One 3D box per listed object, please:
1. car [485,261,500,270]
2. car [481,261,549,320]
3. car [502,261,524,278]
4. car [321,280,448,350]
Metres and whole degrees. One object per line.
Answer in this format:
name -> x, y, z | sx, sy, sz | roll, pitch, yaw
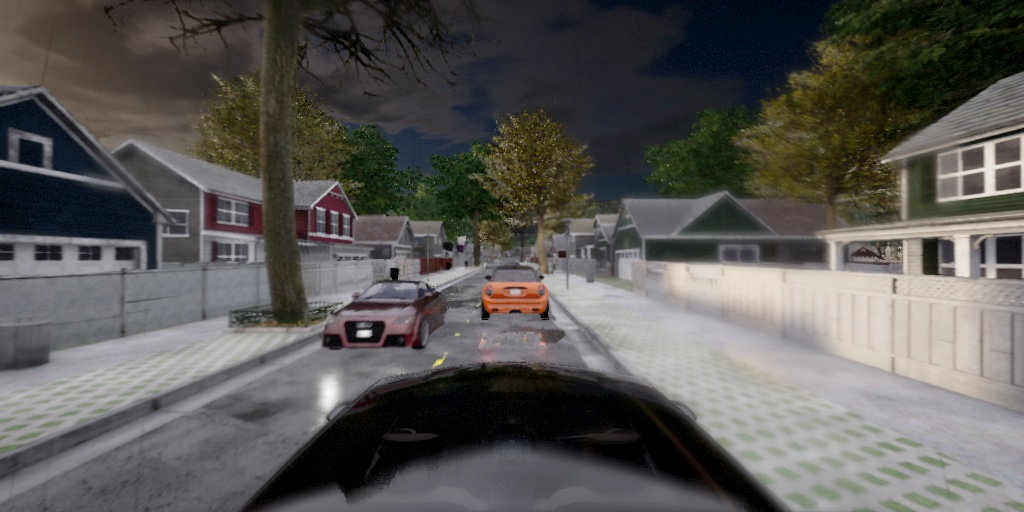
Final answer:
car -> -2.807, 1.339, 52.127 | 1.895, 1.301, 4.718 | 0, 0, 0
car -> 0.102, 1.094, 12.792 | 2.097, 1.767, 4.553 | 0, 0, 0
car -> 0.111, 1.283, 35.341 | 2.033, 1.411, 5.357 | 0, 0, 0
car -> -2.847, 1.308, 8.909 | 1.994, 1.385, 4.181 | 0, 0, 0
